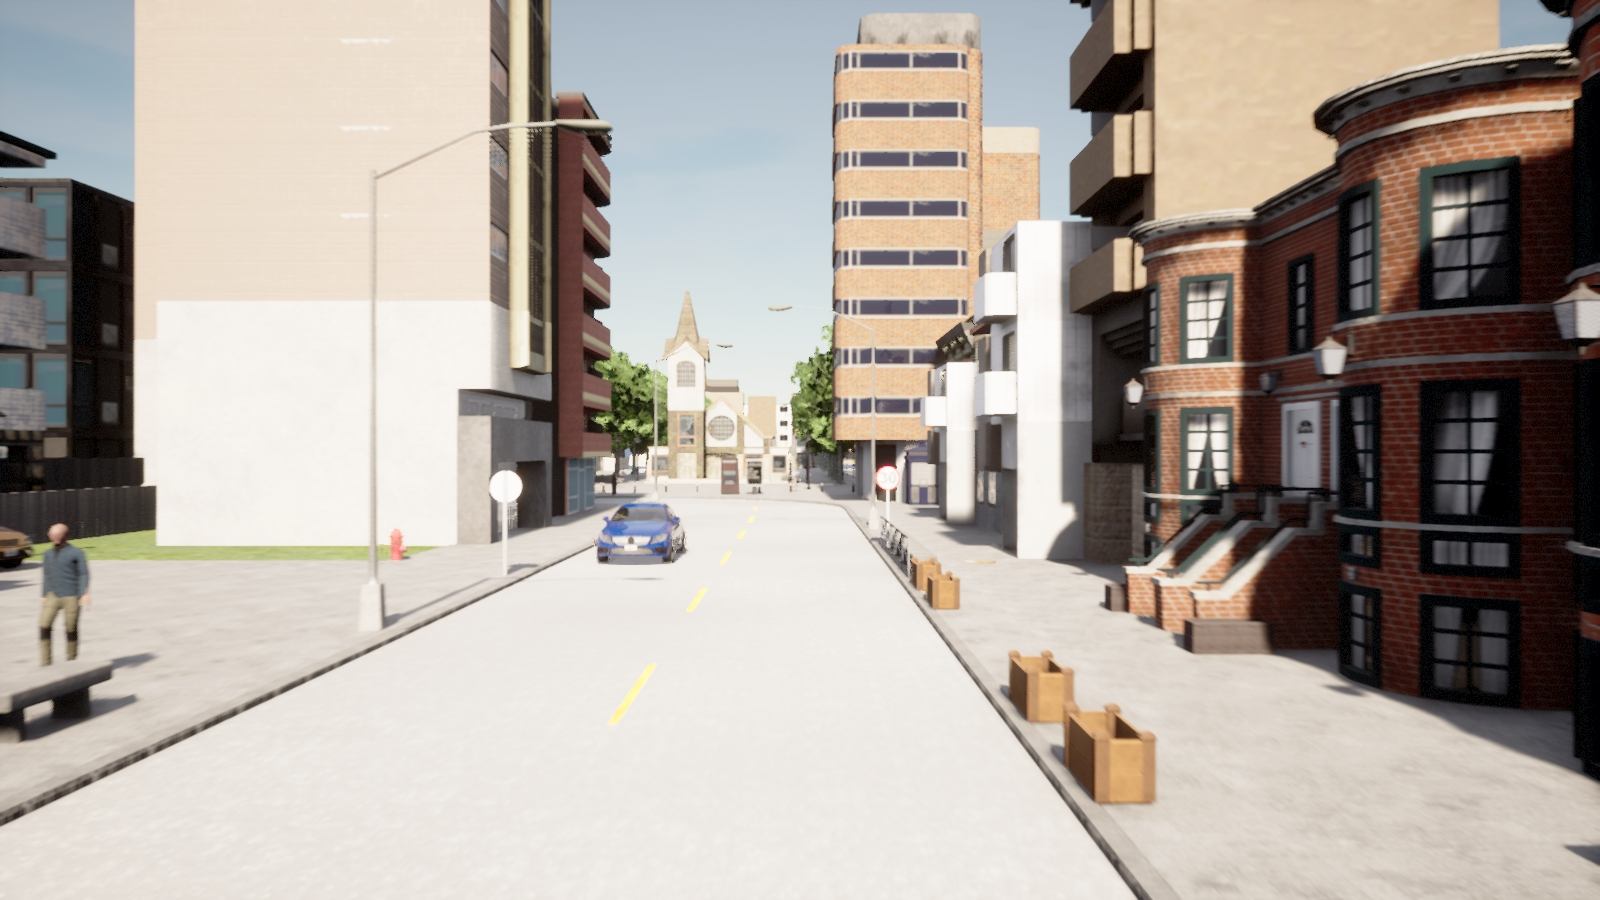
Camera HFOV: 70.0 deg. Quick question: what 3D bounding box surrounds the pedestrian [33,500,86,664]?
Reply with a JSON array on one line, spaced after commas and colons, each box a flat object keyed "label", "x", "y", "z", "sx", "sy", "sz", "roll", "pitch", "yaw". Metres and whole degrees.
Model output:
[{"label": "pedestrian", "x": -8.616, "y": 1.525, "z": 13.297, "sx": 0.375, "sy": 1.860, "sz": 0.375, "roll": 0, "pitch": 0, "yaw": -3}]

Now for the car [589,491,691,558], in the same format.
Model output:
[{"label": "car", "x": -4.037, "y": 1.861, "z": 29.588, "sx": 2.002, "sy": 1.442, "sz": 4.674, "roll": 0, "pitch": 0, "yaw": 0}]
